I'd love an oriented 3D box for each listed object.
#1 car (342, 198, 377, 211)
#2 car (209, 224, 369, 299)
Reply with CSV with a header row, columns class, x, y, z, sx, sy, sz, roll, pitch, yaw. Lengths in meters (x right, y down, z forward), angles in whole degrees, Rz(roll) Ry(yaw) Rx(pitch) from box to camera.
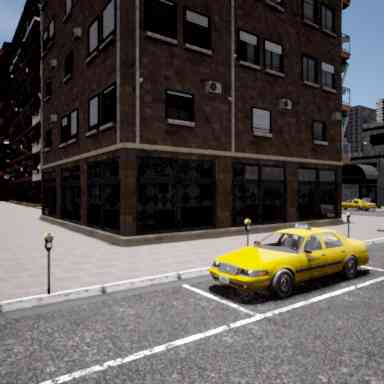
class,x,y,z,sx,sy,sz,roll,pitch,yaw
car,19.288,1.457,39.688,1.752,1.417,4.829,0,0,-35
car,2.637,1.523,8.454,4.829,1.417,1.752,0,0,-36
